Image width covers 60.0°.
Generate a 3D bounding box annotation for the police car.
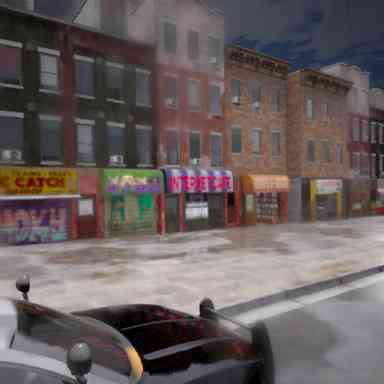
[{"bbox_3d":[-1.544,1.425,2.179,5.238,1.638,1.930,0,0,-36],"label":"police car"}]
